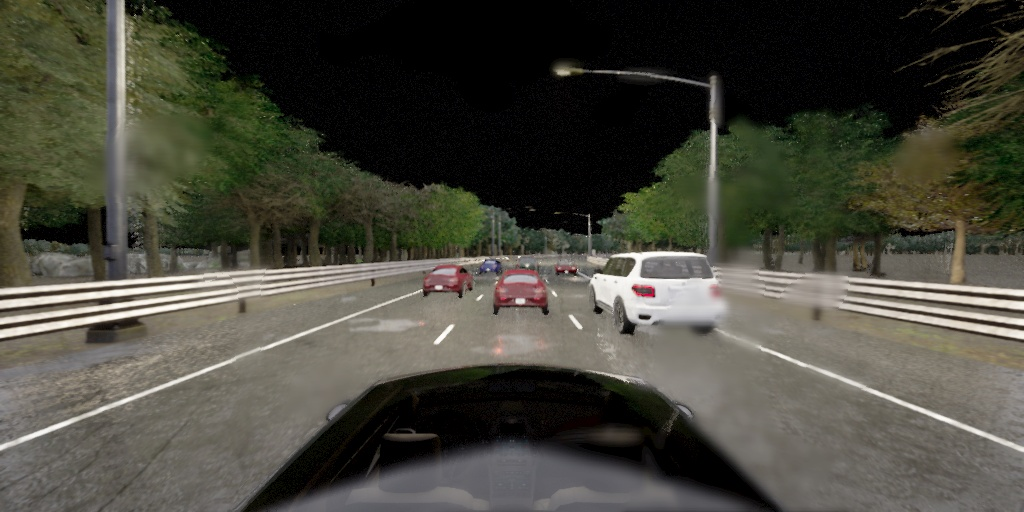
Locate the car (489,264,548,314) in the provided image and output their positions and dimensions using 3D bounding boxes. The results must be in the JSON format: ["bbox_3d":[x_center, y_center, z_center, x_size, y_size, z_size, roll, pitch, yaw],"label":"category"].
[{"bbox_3d":[0.323,1.187,13.190,1.812,1.442,4.674,0,0,2],"label":"car"}]

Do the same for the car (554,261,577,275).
[{"bbox_3d":[5.008,1.109,33.929,1.895,1.301,4.718,0,0,5],"label":"car"}]

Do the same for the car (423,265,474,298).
[{"bbox_3d":[-3.020,1.149,17.532,1.812,1.442,4.674,0,0,2],"label":"car"}]

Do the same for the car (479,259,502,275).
[{"bbox_3d":[-1.969,1.018,34.509,1.812,1.442,4.674,0,0,5],"label":"car"}]

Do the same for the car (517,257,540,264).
[{"bbox_3d":[1.496,0.856,33.741,2.097,1.767,4.553,0,0,5],"label":"car"}]

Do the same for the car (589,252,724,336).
[{"bbox_3d":[3.736,0.911,10.322,2.150,2.045,5.566,0,0,1],"label":"car"}]
